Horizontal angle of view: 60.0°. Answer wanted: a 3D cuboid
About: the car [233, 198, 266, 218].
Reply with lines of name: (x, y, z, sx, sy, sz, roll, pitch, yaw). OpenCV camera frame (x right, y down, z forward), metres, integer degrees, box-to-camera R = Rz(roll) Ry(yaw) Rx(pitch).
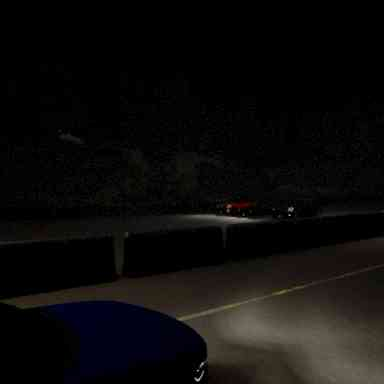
car: (6.581, 1.544, 30.039, 5.357, 1.411, 2.033, -1, 0, -35)

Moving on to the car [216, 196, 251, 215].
car: (4.574, 1.310, 32.907, 4.553, 1.767, 2.097, -1, 0, -35)

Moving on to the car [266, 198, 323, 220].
car: (8.635, 1.310, 27.206, 4.553, 1.767, 2.097, -1, 0, -35)

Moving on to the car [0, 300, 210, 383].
car: (-2.118, 1.477, 2.236, 5.008, 1.535, 1.882, 0, 0, -35)
